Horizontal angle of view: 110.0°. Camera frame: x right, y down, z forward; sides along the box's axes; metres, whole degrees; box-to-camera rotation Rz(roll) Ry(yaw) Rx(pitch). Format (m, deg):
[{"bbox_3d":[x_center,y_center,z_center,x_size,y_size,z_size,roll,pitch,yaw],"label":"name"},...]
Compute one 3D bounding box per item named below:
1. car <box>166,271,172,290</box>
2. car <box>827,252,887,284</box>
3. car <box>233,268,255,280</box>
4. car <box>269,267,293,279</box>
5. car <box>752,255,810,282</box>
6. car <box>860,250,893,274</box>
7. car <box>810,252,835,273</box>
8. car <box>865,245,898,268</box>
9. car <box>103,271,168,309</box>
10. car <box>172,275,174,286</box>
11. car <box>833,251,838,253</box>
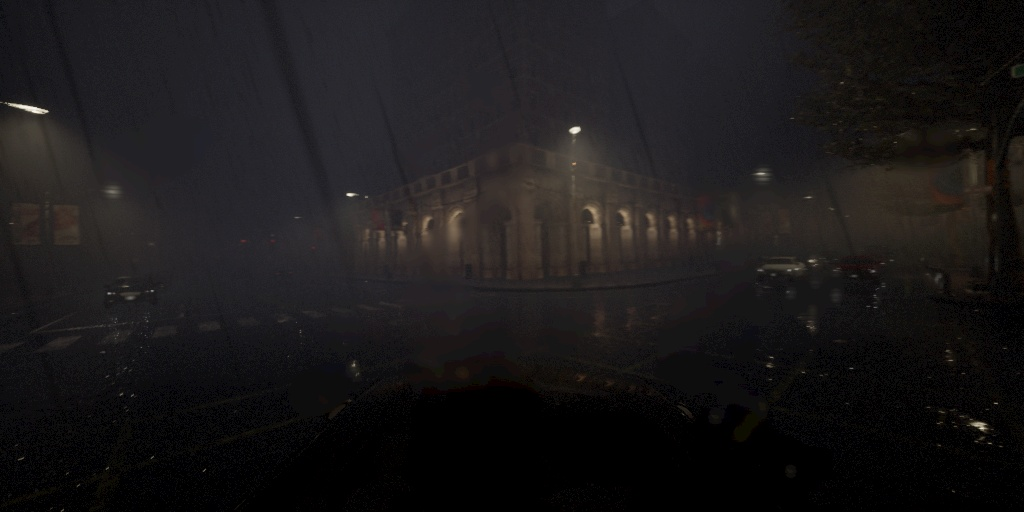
[{"bbox_3d":[-26.762,2.078,26.462,1.994,1.385,4.181,-2,0,-42],"label":"car"},{"bbox_3d":[19.325,0.712,20.014,4.674,1.442,1.812,-2,0,-42],"label":"car"},{"bbox_3d":[-33.339,2.224,44.472,1.812,1.442,4.674,-2,0,-41],"label":"car"},{"bbox_3d":[-28.681,2.111,44.482,2.033,1.411,5.357,-2,0,-42],"label":"car"},{"bbox_3d":[17.147,0.774,22.750,4.674,1.442,1.812,-2,0,-42],"label":"car"},{"bbox_3d":[25.978,0.518,25.978,4.674,1.442,1.812,-2,0,-42],"label":"car"},{"bbox_3d":[24.389,0.585,29.236,5.357,1.411,2.033,-2,0,-42],"label":"car"},{"bbox_3d":[33.812,-0.014,33.038,5.566,2.045,2.150,-2,0,-42],"label":"car"},{"bbox_3d":[-20.096,1.816,19.130,2.128,1.511,4.902,-2,0,-42],"label":"car"},{"bbox_3d":[-33.665,2.202,34.184,2.128,1.511,4.902,-2,0,-42],"label":"car"},{"bbox_3d":[32.099,0.290,36.202,5.008,1.535,1.882,-2,0,-42],"label":"car"}]
